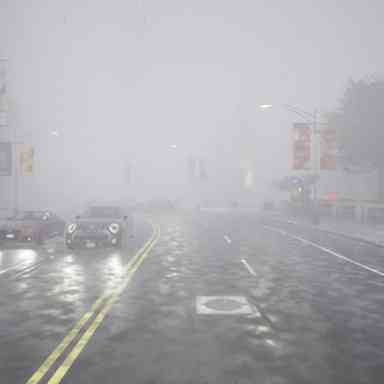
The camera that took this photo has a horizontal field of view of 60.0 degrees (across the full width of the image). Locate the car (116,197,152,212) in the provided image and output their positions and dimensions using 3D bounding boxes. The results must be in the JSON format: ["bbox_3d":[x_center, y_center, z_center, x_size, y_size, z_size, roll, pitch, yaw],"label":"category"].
[{"bbox_3d":[-6.616,1.526,37.191,1.812,1.442,4.674,0,0,-32],"label":"car"}]

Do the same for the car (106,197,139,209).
[{"bbox_3d":[-9.807,1.491,46.661,2.128,1.511,4.902,0,0,-45],"label":"car"}]

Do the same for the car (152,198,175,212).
[{"bbox_3d":[-3.717,1.505,38.958,1.837,1.490,4.892,0,0,-31],"label":"car"}]

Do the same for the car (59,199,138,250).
[{"bbox_3d":[-3.794,1.351,14.382,2.097,1.767,4.553,0,0,-2],"label":"car"}]

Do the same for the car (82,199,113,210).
[{"bbox_3d":[-12.773,1.601,44.732,4.718,1.301,1.895,0,0,44],"label":"car"}]

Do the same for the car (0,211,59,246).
[{"bbox_3d":[-7.296,1.564,15.210,1.994,1.385,4.181,0,0,-3],"label":"car"}]
